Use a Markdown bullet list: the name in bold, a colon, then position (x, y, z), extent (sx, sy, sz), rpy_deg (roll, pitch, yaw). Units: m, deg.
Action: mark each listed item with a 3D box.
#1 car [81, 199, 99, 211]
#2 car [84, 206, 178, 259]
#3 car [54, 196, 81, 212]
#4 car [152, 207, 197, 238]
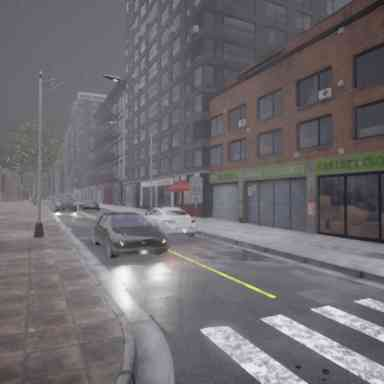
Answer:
- **car**: position (-12.614, 1.510, 40.581), extent (1.994, 1.385, 4.181), rpy_deg (1, 0, -26)
- **car**: position (-2.630, 1.490, 12.820), extent (2.033, 1.411, 5.357), rpy_deg (1, 0, -26)
- **car**: position (-13.842, 1.256, 36.402), extent (2.097, 1.767, 4.553), rpy_deg (1, 0, -25)
- **car**: position (-1.338, 1.487, 16.957), extent (1.812, 1.442, 4.674), rpy_deg (1, 0, -26)
